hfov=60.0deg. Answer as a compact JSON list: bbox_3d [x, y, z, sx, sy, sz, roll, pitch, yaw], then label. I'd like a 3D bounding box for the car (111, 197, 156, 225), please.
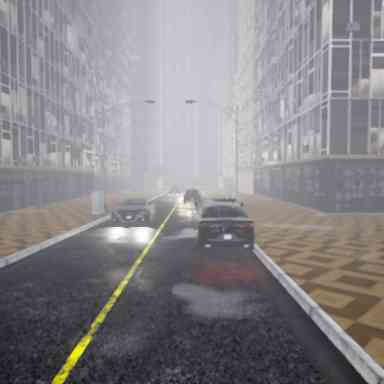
[{"bbox_3d":[-3.104,0.989,18.292,1.994,1.385,4.181,0,2,0],"label":"car"}]

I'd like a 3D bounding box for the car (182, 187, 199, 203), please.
[{"bbox_3d":[0.042,0.390,35.911,1.837,1.490,4.892,0,2,0],"label":"car"}]

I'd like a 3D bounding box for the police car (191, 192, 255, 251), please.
[{"bbox_3d":[1.047,1.035,12.358,1.930,1.638,5.238,0,2,0],"label":"police car"}]

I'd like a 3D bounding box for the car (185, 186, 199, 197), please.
[{"bbox_3d":[0.013,-0.068,50.062,1.882,1.535,5.008,0,2,0],"label":"car"}]

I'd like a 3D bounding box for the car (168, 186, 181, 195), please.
[{"bbox_3d":[-3.064,-0.302,59.438,1.812,1.442,4.674,0,2,1],"label":"car"}]
